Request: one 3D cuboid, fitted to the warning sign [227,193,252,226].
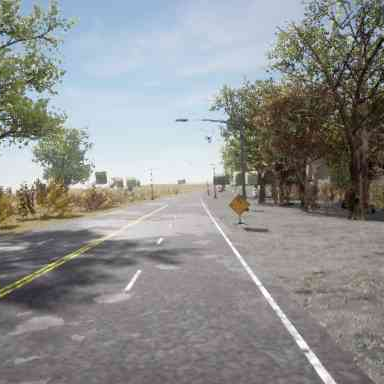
[{"bbox_3d":[2.858,1.050,19.967,1.300,1.860,1.060,-2,1,0],"label":"warning sign"}]
